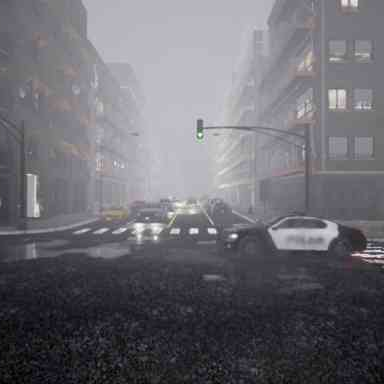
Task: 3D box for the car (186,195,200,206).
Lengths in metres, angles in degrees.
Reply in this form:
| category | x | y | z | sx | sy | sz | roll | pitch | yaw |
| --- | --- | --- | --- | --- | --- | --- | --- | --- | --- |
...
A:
| category | x | y | z | sx | sy | sz | roll | pitch | yaw |
| --- | --- | --- | --- | --- | --- | --- | --- | --- | --- |
| car | -0.067 | 1.554 | 56.726 | 2.033 | 1.411 | 5.357 | 0 | 0 | 0 |

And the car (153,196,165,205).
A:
| category | x | y | z | sx | sy | sz | roll | pitch | yaw |
| --- | --- | --- | --- | --- | --- | --- | --- | --- | --- |
| car | -5.754 | 1.532 | 58.337 | 1.752 | 1.417 | 4.829 | 1 | 0 | 0 |

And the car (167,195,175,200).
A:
| category | x | y | z | sx | sy | sz | roll | pitch | yaw |
| --- | --- | --- | --- | --- | --- | --- | --- | --- | --- |
| car | -5.794 | 1.569 | 91.647 | 2.008 | 1.369 | 4.403 | 1 | 0 | 0 |

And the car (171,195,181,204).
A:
| category | x | y | z | sx | sy | sz | roll | pitch | yaw |
| --- | --- | --- | --- | --- | --- | --- | --- | --- | --- |
| car | -3.064 | 1.556 | 65.445 | 2.033 | 1.411 | 5.357 | 0 | 0 | -2 |

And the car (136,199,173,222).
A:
| category | x | y | z | sx | sy | sz | roll | pitch | yaw |
| --- | --- | --- | --- | --- | --- | --- | --- | --- | --- |
| car | -3.101 | 1.549 | 26.887 | 2.033 | 1.411 | 5.357 | 0 | 0 | 4 |

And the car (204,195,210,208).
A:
| category | x | y | z | sx | sy | sz | roll | pitch | yaw |
| --- | --- | --- | --- | --- | --- | --- | --- | --- | --- |
| car | 2.654 | 1.442 | 36.409 | 1.967 | 1.590 | 4.097 | 1 | 0 | 0 |

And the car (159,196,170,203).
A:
| category | x | y | z | sx | sy | sz | roll | pitch | yaw |
| --- | --- | --- | --- | --- | --- | --- | --- | --- | --- |
| car | -5.767 | 1.554 | 69.553 | 1.887 | 1.381 | 4.507 | 1 | 0 | 0 |

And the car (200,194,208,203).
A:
| category | x | y | z | sx | sy | sz | roll | pitch | yaw |
| --- | --- | --- | --- | --- | --- | --- | --- | --- | --- |
| car | 2.616 | 1.325 | 69.550 | 2.192 | 1.841 | 5.009 | 1 | 0 | 0 |

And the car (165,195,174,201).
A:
| category | x | y | z | sx | sy | sz | roll | pitch | yaw |
| --- | --- | --- | --- | --- | --- | --- | --- | --- | --- |
| car | -5.786 | 1.541 | 85.953 | 1.752 | 1.417 | 4.829 | 1 | 0 | 0 |

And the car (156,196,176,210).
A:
| category | x | y | z | sx | sy | sz | roll | pitch | yaw |
| --- | --- | --- | --- | --- | --- | --- | --- | --- | --- |
| car | -3.135 | 1.528 | 38.633 | 1.812 | 1.442 | 4.674 | 0 | 0 | 0 |

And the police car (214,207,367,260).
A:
| category | x | y | z | sx | sy | sz | roll | pitch | yaw |
| --- | --- | --- | --- | --- | --- | --- | --- | --- | --- |
| police car | 3.479 | 1.513 | 12.080 | 4.974 | 1.542 | 2.038 | 1 | 0 | 0 |

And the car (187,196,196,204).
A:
| category | x | y | z | sx | sy | sz | roll | pitch | yaw |
| --- | --- | --- | --- | --- | --- | --- | --- | --- | --- |
| car | -0.081 | 1.535 | 67.148 | 1.812 | 1.442 | 4.674 | 0 | 0 | 0 |

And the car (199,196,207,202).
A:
| category | x | y | z | sx | sy | sz | roll | pitch | yaw |
| --- | --- | --- | --- | --- | --- | --- | --- | --- | --- |
| car | 2.601 | 1.579 | 80.596 | 1.947 | 1.339 | 4.313 | 1 | 0 | 0 |

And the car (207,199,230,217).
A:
| category | x | y | z | sx | sy | sz | roll | pitch | yaw |
| --- | --- | --- | --- | --- | --- | --- | --- | --- | --- |
| car | 2.660 | 1.546 | 30.885 | 1.887 | 1.381 | 4.507 | 1 | 0 | 0 |

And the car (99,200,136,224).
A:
| category | x | y | z | sx | sy | sz | roll | pitch | yaw |
| --- | --- | --- | --- | --- | --- | --- | --- | --- | --- |
| car | -5.713 | 1.526 | 25.196 | 1.752 | 1.417 | 4.829 | 1 | 0 | 0 |

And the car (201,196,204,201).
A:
| category | x | y | z | sx | sy | sz | roll | pitch | yaw |
| --- | --- | --- | --- | --- | --- | --- | --- | --- | --- |
| car | 2.640 | 1.586 | 47.456 | 1.802 | 1.307 | 4.206 | 1 | 0 | 0 |

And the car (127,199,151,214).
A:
| category | x | y | z | sx | sy | sz | roll | pitch | yaw |
| --- | --- | --- | --- | --- | --- | --- | --- | --- | --- |
| car | -5.728 | 1.547 | 36.413 | 1.887 | 1.381 | 4.507 | 1 | 0 | 0 |
